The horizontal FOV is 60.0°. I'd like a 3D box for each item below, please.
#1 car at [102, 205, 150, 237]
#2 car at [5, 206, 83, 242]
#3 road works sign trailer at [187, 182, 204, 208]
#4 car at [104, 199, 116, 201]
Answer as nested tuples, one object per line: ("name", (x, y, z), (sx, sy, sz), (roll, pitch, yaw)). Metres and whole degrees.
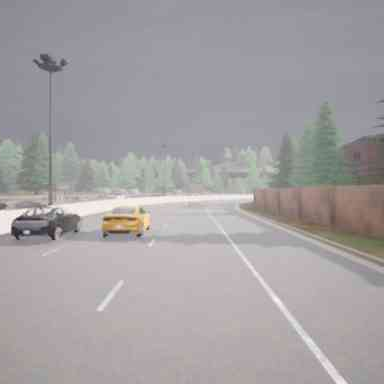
("car", (-3.399, 1.451, 17.890), (1.882, 1.535, 5.008), (0, 0, 0))
("car", (-6.899, 1.467, 16.306), (2.128, 1.511, 4.902), (0, 0, 0))
("road works sign trailer", (0.571, 0.395, 47.654), (2.380, 3.560, 2.880), (0, 0, 10))
("car", (-16.112, 1.102, 68.745), (2.150, 2.045, 5.566), (0, 0, 16))
